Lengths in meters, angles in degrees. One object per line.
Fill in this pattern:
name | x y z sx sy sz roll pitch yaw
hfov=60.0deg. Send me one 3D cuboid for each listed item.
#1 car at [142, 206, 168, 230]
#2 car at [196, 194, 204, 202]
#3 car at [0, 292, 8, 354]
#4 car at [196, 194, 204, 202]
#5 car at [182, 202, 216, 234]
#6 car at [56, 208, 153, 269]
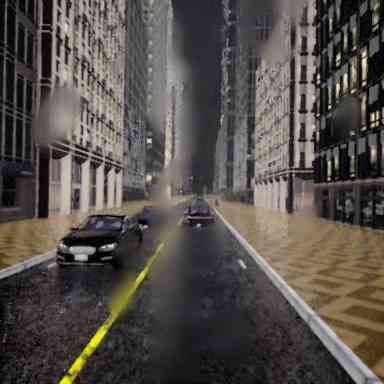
car | -2.630 1.611 21.913 2.033 1.411 5.357 1 0 1
car | 2.161 1.601 91.896 2.150 2.045 5.566 1 0 1
car | -3.118 1.449 1.913 2.128 1.511 4.902 1 0 1
car | 1.907 1.953 81.658 2.128 1.511 4.902 1 0 1
car | 0.429 1.601 20.354 2.128 1.511 4.902 1 0 1
car | -2.885 1.499 11.336 2.128 1.511 4.902 1 0 2
